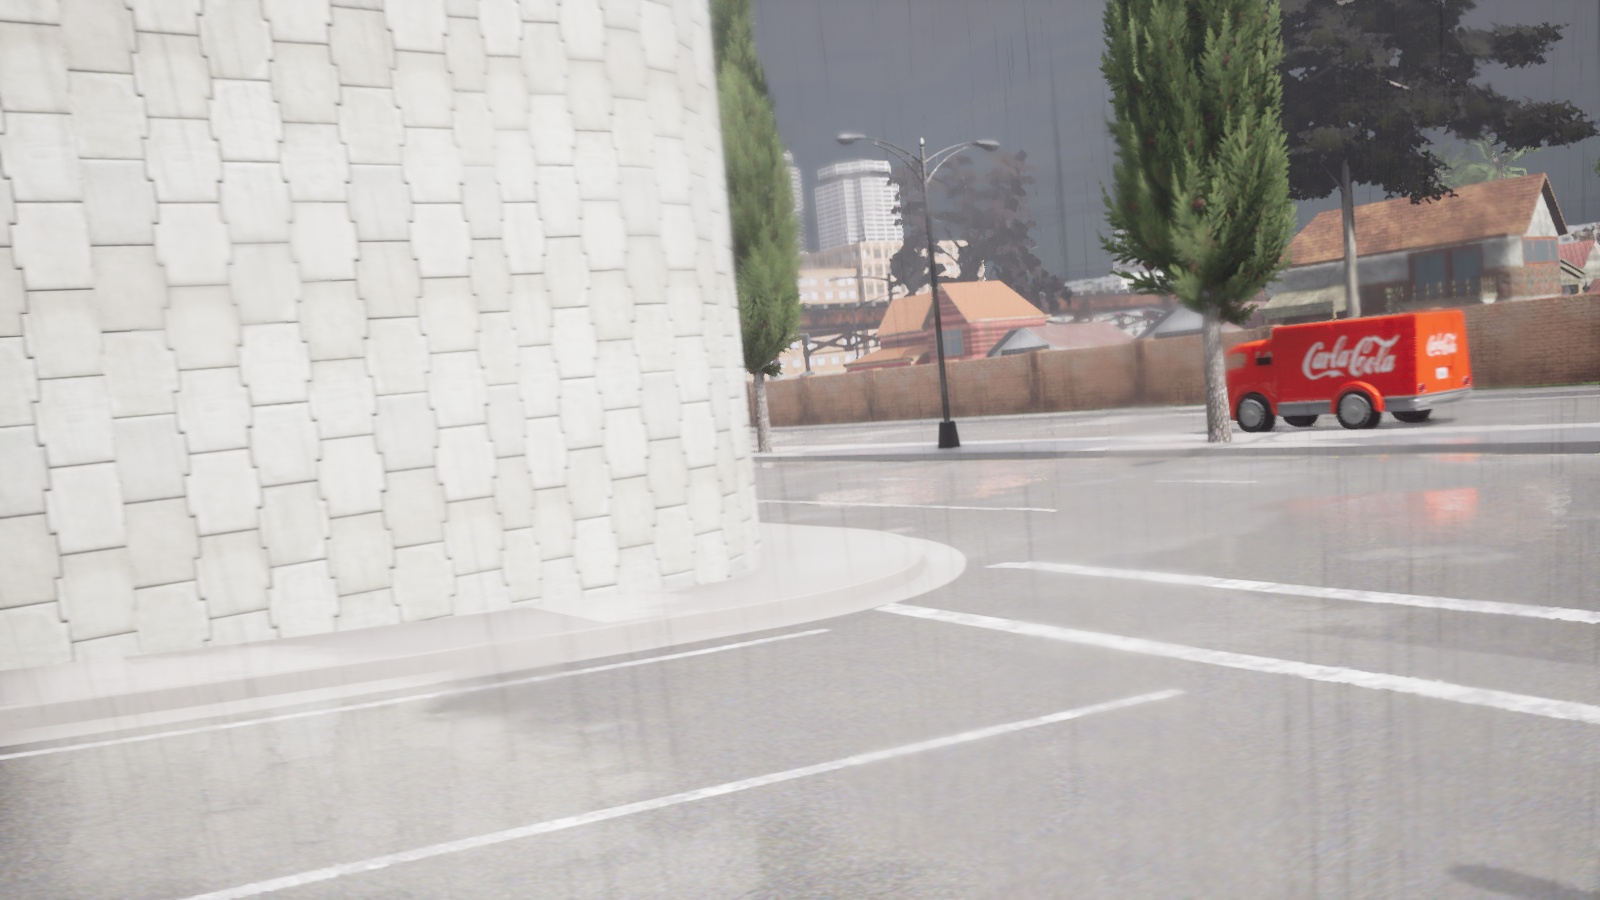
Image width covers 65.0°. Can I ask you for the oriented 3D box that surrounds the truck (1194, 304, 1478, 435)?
[{"bbox_3d":[12.121,-1.762,28.719,2.627,2.467,5.204,-8,4,-35],"label":"truck"}]
